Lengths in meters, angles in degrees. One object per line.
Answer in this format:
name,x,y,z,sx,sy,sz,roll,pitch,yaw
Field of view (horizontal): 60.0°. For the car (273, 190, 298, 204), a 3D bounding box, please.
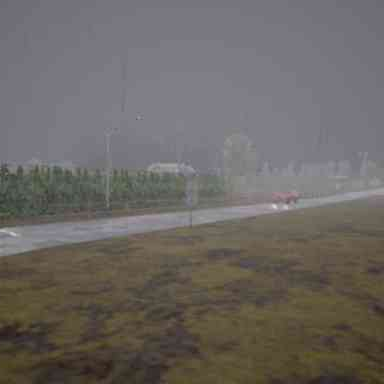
car,14.093,0.687,49.829,2.150,2.045,5.566,3,2,36
